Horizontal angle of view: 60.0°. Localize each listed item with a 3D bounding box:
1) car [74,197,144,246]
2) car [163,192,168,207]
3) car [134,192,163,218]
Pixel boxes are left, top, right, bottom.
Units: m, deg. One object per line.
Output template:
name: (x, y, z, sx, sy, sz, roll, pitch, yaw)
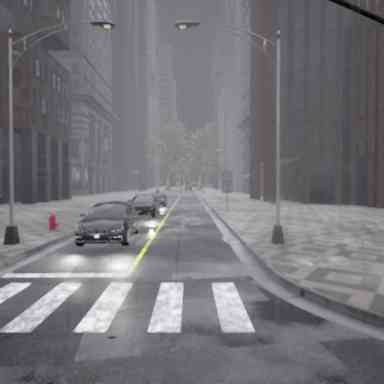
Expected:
car: (-3.251, 1.165, 13.457, 1.837, 1.490, 4.892, 0, 1, -2)
car: (-3.451, 0.693, 33.870, 2.033, 1.411, 5.357, 0, 1, 0)
car: (-3.350, 0.885, 23.540, 1.882, 1.535, 5.008, 0, 1, -1)
